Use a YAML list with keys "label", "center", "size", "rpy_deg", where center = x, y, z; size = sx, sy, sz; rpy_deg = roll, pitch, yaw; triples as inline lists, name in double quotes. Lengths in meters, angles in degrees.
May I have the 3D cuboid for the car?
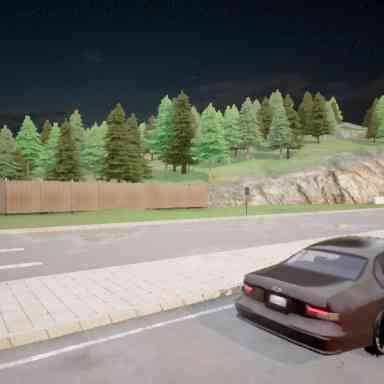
- label: "car"
  center: [3.225, 1.547, 6.044]
  size: [5.357, 1.411, 2.033]
  rpy_deg: [0, 0, -35]
